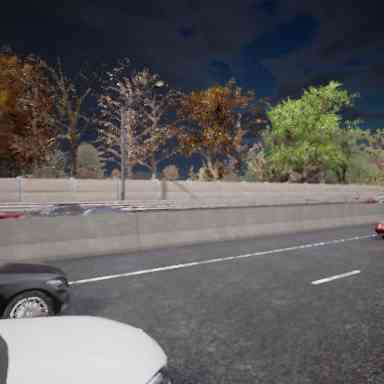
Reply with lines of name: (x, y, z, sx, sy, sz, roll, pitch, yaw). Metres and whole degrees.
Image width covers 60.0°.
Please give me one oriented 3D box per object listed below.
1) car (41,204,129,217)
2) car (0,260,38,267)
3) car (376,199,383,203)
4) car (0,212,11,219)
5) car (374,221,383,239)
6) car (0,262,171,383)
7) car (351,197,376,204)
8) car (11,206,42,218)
car: (-5.113, 1.515, 17.539, 4.674, 1.442, 1.812, 0, 0, -35)
car: (-4.293, 1.528, 4.982, 4.674, 1.442, 1.812, 0, 0, -35)
car: (27.400, 1.285, 44.969, 4.553, 1.767, 2.097, 0, 0, -35)
car: (-10.450, 1.594, 22.331, 4.718, 1.301, 1.895, 0, 0, -35)
car: (10.633, 1.566, 15.622, 4.718, 1.301, 1.895, 0, 0, -35)
car: (-2.309, 1.528, 2.098, 4.674, 1.442, 1.812, 0, 0, -35)
car: (24.643, 1.411, 47.303, 5.008, 1.535, 1.882, 0, 0, -35)
car: (-7.806, 1.496, 19.916, 4.892, 1.490, 1.837, 0, 0, -35)
